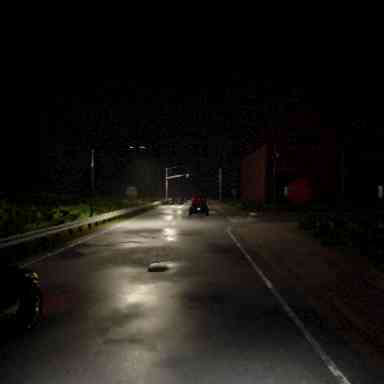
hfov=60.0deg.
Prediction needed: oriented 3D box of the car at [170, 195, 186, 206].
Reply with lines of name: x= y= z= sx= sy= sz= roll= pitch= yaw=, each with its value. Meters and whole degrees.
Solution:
car: x=-2.510 y=1.549 z=55.625 sx=2.033 sy=1.411 sz=5.357 roll=0 pitch=0 yaw=2

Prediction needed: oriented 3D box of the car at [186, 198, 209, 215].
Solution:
car: x=0.695 y=1.574 z=33.585 sx=1.994 sy=1.385 sz=4.181 roll=0 pitch=0 yaw=1

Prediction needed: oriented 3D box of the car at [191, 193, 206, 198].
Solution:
car: x=1.056 y=1.236 z=51.694 sx=2.150 sy=2.045 sz=5.566 roll=0 pitch=0 yaw=1

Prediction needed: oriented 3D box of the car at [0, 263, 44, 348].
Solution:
car: x=-3.527 y=1.551 z=3.932 sx=1.994 sy=1.385 sz=4.181 roll=0 pitch=0 yaw=1
